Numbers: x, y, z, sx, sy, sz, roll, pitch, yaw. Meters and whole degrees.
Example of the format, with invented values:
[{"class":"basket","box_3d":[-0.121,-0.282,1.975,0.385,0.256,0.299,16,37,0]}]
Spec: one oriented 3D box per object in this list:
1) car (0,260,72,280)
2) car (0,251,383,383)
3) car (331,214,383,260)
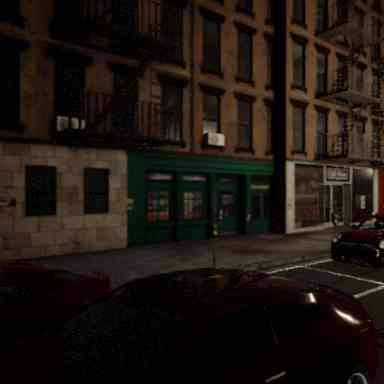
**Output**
[{"class":"car","box_3d":[-2.980,1.582,4.065,4.206,1.307,1.802,0,0,-36]},{"class":"car","box_3d":[-0.112,1.525,2.973,4.674,1.442,1.812,0,0,-36]},{"class":"car","box_3d":[6.263,1.435,10.663,4.097,1.590,1.967,0,0,-36]}]
